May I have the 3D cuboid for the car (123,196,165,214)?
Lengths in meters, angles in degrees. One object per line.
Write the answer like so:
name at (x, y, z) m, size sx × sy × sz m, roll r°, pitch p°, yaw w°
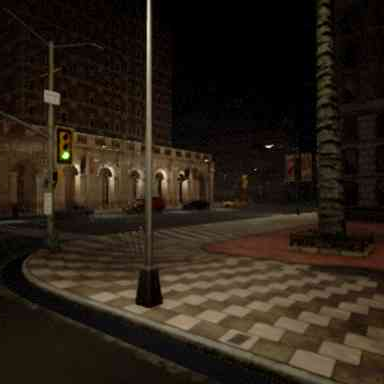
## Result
car at (-5.643, 1.549, 39.884) m, size 2.150 × 2.045 × 5.566 m, roll 0°, pitch -1°, yaw 39°

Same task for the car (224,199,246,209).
car at (7.280, 1.961, 56.154) m, size 1.882 × 1.535 × 5.008 m, roll 0°, pitch -1°, yaw 39°

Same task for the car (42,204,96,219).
car at (-11.833, 1.853, 32.110) m, size 1.895 × 1.301 × 4.718 m, roll 0°, pitch -1°, yaw 39°

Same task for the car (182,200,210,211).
car at (0.594, 1.880, 47.725) m, size 1.882 × 1.535 × 5.008 m, roll 0°, pitch 0°, yaw 38°
